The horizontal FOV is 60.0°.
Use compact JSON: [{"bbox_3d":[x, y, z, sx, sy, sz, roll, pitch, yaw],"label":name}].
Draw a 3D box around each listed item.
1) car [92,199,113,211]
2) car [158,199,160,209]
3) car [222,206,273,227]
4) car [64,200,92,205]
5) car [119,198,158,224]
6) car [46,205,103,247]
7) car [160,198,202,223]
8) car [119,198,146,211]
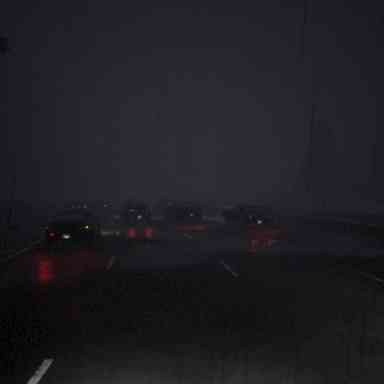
[{"bbox_3d":[-10.852,1.533,39.519,1.994,1.385,4.181,0,0,-30],"label":"car"},{"bbox_3d":[-3.107,1.467,39.894,1.837,1.490,4.892,0,0,-27],"label":"car"},{"bbox_3d":[3.629,1.575,22.819,1.895,1.301,4.718,0,0,-15],"label":"car"},{"bbox_3d":[-12.428,1.523,35.359,2.033,1.411,5.357,0,0,-27],"label":"car"},{"bbox_3d":[-4.262,1.470,24.610,2.128,1.511,4.902,0,0,-18],"label":"car"},{"bbox_3d":[-5.240,1.515,14.989,1.812,1.442,4.674,0,0,-11],"label":"car"},{"bbox_3d":[-0.775,1.453,25.223,1.882,1.535,5.008,0,0,-18],"label":"car"},{"bbox_3d":[-7.222,1.493,40.222,1.812,1.442,4.674,0,0,-29],"label":"car"}]
